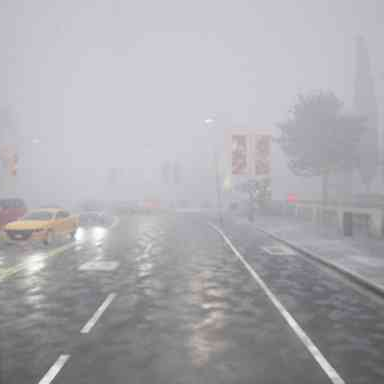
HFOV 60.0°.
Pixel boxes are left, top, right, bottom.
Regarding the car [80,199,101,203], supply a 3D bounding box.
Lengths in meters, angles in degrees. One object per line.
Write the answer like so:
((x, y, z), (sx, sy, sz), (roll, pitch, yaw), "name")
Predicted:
((-14.163, 1.705, 46.490), (1.882, 1.535, 5.008), (0, 0, -44), "car")

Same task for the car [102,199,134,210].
((-10.741, 1.783, 47.970), (2.033, 1.411, 5.357), (0, 0, -43), "car")

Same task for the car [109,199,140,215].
((-7.586, 1.782, 36.814), (1.895, 1.301, 4.718), (0, 0, -25), "car")

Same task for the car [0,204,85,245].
((-7.107, 1.557, 16.144), (1.882, 1.535, 5.008), (0, 0, 0), "car")

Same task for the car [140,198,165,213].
((-4.922, 1.545, 39.283), (2.097, 1.767, 4.553), (0, 0, -29), "car")

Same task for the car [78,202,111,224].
((-7.717, 1.729, 26.079), (1.895, 1.301, 4.718), (0, 0, -10), "car")

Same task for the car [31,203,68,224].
((-11.651, 1.683, 27.622), (2.033, 1.411, 5.357), (0, 0, -14), "car")

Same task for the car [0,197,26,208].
((-10.585, 1.306, 17.227), (2.150, 2.045, 5.566), (0, 0, 0), "car")
